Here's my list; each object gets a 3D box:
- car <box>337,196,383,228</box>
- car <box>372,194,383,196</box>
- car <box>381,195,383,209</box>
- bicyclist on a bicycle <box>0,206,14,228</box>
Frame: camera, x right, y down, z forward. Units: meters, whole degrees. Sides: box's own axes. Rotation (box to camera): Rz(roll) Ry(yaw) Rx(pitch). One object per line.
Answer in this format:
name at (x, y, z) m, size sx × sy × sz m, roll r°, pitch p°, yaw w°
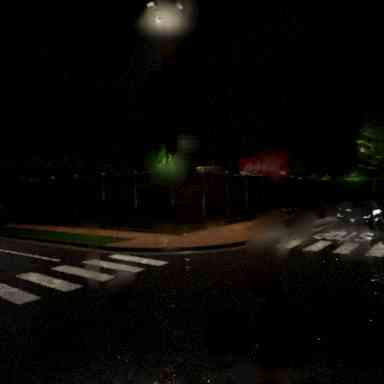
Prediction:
car at (10.090, 1.243, 19.902) m, size 1.837 × 1.490 × 4.892 m, roll -1°, pitch 0°, yaw 37°
car at (15.420, 0.958, 27.109) m, size 2.097 × 1.767 × 4.553 m, roll -1°, pitch 0°, yaw 37°
car at (21.331, 1.025, 35.051) m, size 1.994 × 1.385 × 4.181 m, roll -1°, pitch 0°, yaw 36°
bicyclist on a bicycle at (-11.922, 1.502, 20.689) m, size 0.582 × 1.620 × 1.656 m, roll -1°, pitch 0°, yaw 36°
